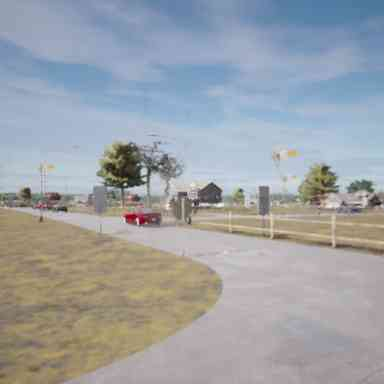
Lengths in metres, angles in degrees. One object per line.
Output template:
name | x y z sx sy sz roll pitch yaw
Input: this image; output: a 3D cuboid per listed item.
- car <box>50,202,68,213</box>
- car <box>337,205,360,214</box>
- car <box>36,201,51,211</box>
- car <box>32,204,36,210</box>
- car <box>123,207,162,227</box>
car | -23.156 2.857 58.425 1.837 1.490 4.892 0 -2 -32
car | 28.206 3.132 59.888 5.008 1.535 1.882 2 -1 -32
car | -31.488 2.923 71.506 2.150 2.045 5.566 0 -2 -32
car | -38.426 3.616 82.544 2.033 1.411 5.357 0 -2 -32
car | -4.340 2.043 28.452 1.882 1.535 5.008 0 -1 -32
